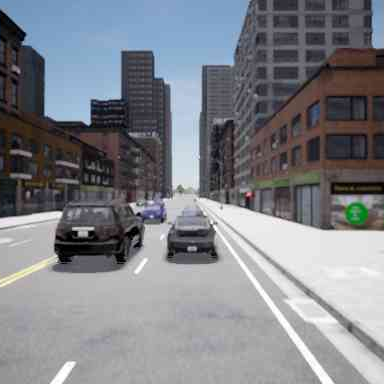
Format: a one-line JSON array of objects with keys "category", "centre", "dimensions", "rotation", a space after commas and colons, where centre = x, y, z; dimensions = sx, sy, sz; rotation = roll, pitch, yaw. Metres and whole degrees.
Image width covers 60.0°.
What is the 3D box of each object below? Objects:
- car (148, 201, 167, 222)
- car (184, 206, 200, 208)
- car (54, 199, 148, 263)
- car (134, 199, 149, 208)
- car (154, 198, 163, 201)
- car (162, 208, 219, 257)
[{"category": "car", "centre": [-3.212, 1.816, 28.904], "dimensions": [1.812, 1.442, 4.674], "rotation": [0, 0, 0]}, {"category": "car", "centre": [0.024, 1.824, 27.532], "dimensions": [2.033, 1.411, 5.357], "rotation": [0, -1, 0]}, {"category": "car", "centre": [-3.234, 1.352, 12.587], "dimensions": [2.150, 2.045, 5.566], "rotation": [0, 0, 0]}, {"category": "car", "centre": [-9.730, 2.183, 64.539], "dimensions": [2.128, 1.511, 4.902], "rotation": [0, -1, 1]}, {"category": "car", "centre": [-6.486, 2.037, 64.613], "dimensions": [2.097, 1.767, 4.553], "rotation": [0, -1, 1]}, {"category": "car", "centre": [0.025, 1.643, 13.511], "dimensions": [1.837, 1.490, 4.892], "rotation": [0, 0, 0]}]
